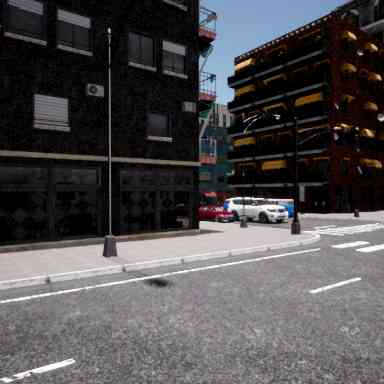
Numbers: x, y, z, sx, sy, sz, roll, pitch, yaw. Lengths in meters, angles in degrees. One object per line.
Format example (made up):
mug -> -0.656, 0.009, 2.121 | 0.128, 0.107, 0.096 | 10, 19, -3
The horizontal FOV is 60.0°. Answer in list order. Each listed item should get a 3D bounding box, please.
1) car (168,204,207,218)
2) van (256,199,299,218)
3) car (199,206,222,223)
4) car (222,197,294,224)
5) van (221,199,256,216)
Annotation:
car -> -0.558, 1.989, 36.224 | 1.895, 1.301, 4.718 | 0, -1, -36
van -> 8.556, 1.611, 33.565 | 1.690, 1.788, 3.998 | -1, 0, -36
car -> 1.813, 1.880, 28.654 | 1.802, 1.307, 4.206 | -1, 0, -36
car -> 5.388, 1.478, 28.111 | 2.150, 2.045, 5.566 | 0, -1, -36
van -> 5.245, 1.685, 38.084 | 1.690, 1.788, 3.998 | -1, 0, -36
